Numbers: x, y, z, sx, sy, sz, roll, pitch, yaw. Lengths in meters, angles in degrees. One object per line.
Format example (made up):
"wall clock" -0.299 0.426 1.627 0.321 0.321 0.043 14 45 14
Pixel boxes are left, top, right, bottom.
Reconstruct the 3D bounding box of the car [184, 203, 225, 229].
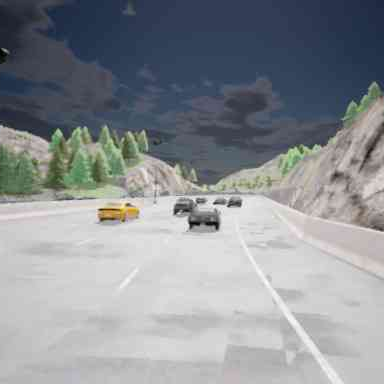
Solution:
"car" 0.950 1.637 21.789 1.895 1.301 4.718 1 0 7

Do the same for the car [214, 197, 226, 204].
"car" 5.523 1.707 64.659 1.994 1.385 4.181 1 0 11

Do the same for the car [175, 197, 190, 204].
"car" -1.728 1.611 64.013 1.994 1.385 4.181 1 0 11

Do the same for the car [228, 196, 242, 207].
"car" 7.258 1.508 55.354 2.097 1.767 4.553 1 0 11

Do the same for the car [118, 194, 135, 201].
"car" -14.353 1.168 73.003 1.837 1.490 4.892 1 0 11

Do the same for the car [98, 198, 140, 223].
"car" -5.442 1.434 25.389 1.882 1.535 5.008 0 0 8

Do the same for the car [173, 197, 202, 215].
"car" -0.574 1.533 33.572 1.837 1.490 4.892 0 -1 11

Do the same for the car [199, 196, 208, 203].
"car" 1.825 1.585 63.897 2.128 1.511 4.902 1 0 11
